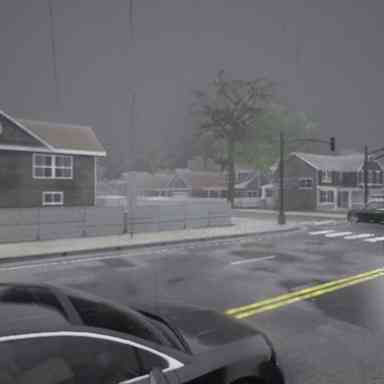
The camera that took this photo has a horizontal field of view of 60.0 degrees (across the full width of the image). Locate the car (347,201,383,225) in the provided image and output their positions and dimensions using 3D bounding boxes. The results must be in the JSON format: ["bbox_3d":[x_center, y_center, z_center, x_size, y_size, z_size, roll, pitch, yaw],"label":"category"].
[{"bbox_3d":[12.616,1.358,22.173,2.097,1.767,4.553,0,0,-17],"label":"car"}]

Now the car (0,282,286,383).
[{"bbox_3d":[-1.355,1.504,2.474,4.892,1.490,1.837,0,0,-36],"label":"car"}]
